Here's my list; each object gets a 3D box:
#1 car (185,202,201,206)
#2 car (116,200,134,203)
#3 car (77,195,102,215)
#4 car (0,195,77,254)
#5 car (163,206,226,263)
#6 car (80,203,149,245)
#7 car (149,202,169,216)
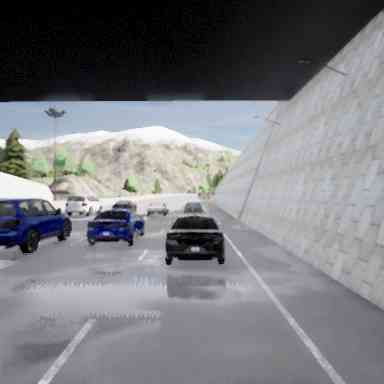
[{"bbox_3d":[0.097,1.613,31.096,2.033,1.411,5.357,0,0,0],"label":"car"},{"bbox_3d":[-6.901,1.550,34.487,1.882,1.535,5.008,0,0,0],"label":"car"},{"bbox_3d":[-10.402,1.288,32.189,2.150,2.045,5.566,0,0,0],"label":"car"},{"bbox_3d":[-6.906,1.250,13.741,2.150,2.045,5.566,0,0,0],"label":"car"},{"bbox_3d":[0.094,1.503,12.057,1.882,1.535,5.008,0,0,0],"label":"car"},{"bbox_3d":[-3.406,1.510,15.656,1.882,1.535,5.008,0,0,0],"label":"car"},{"bbox_3d":[-3.402,1.672,33.984,1.895,1.301,4.718,0,0,0],"label":"car"}]
